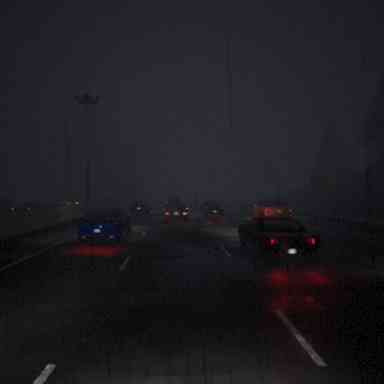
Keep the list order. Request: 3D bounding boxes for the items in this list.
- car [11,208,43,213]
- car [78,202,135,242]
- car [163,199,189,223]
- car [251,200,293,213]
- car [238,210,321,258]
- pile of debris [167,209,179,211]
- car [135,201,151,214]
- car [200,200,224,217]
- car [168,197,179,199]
[{"bbox_3d":[-15.948,1.621,32.810,1.895,1.301,4.718,0,0,-4],"label":"car"},{"bbox_3d":[-4.174,1.482,16.530,1.882,1.535,5.008,0,0,-4],"label":"car"},{"bbox_3d":[-1.248,1.546,25.660,2.033,1.411,5.357,0,0,-4],"label":"car"},{"bbox_3d":[5.819,1.340,24.766,2.097,1.767,4.553,0,0,-4],"label":"car"},{"bbox_3d":[3.067,1.595,12.824,1.895,1.301,4.718,0,0,-3],"label":"car"},{"bbox_3d":[-2.269,2.174,39.624,1.500,0.140,1.860,0,0,-4],"label":"pile of debris"},{"bbox_3d":[-5.349,1.568,34.651,1.994,1.385,4.181,0,0,-4],"label":"car"},{"bbox_3d":[1.886,1.519,31.307,1.812,1.442,4.674,0,0,-4],"label":"car"},{"bbox_3d":[-2.300,1.350,41.598,2.097,1.767,4.553,0,0,-4],"label":"car"}]
